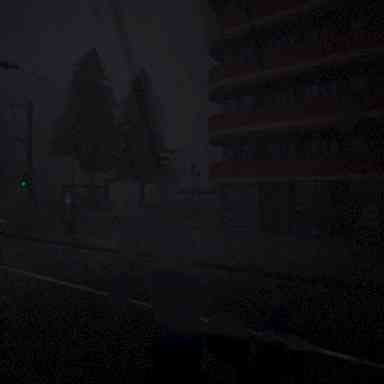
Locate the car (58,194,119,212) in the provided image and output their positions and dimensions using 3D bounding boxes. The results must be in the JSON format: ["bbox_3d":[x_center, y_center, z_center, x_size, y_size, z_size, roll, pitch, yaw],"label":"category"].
[{"bbox_3d":[-11.035,1.201,35.959,2.150,2.045,5.566,0,0,35],"label":"car"}]

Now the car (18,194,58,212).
[{"bbox_3d":[-17.435,1.211,39.344,2.150,2.045,5.566,0,0,35],"label":"car"}]

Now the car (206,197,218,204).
[{"bbox_3d":[2.244,1.527,60.924,5.357,1.411,2.033,0,0,-32],"label":"car"}]

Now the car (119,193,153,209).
[{"bbox_3d":[-8.468,1.204,45.777,2.150,2.045,5.566,0,0,37],"label":"car"}]

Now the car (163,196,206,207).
[{"bbox_3d":[-0.938,1.520,43.911,2.033,1.411,5.357,0,0,38],"label":"car"}]

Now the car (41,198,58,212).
[{"bbox_3d":[-14.188,1.586,37.877,1.895,1.301,4.718,0,0,35],"label":"car"}]

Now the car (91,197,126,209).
[{"bbox_3d":[-11.777,1.513,47.074,1.812,1.442,4.674,0,0,37],"label":"car"}]

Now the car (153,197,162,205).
[{"bbox_3d":[-5.952,1.511,54.082,4.674,1.442,1.812,0,0,-45],"label":"car"}]

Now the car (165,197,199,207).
[{"bbox_3d":[-1.586,1.527,53.603,5.357,1.411,2.033,0,0,-42],"label":"car"}]
